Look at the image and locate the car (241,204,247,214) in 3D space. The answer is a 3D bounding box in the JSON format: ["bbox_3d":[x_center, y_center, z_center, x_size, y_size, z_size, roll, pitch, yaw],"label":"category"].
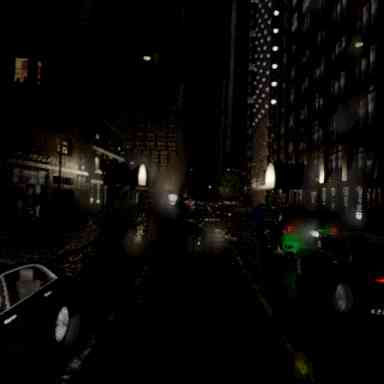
[{"bbox_3d":[6.999,2.371,47.681,1.752,1.417,4.829,2,-1,2],"label":"car"}]

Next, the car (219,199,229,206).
[{"bbox_3d":[8.165,2.701,86.163,2.192,1.841,5.009,2,-1,2],"label":"car"}]

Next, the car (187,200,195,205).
[{"bbox_3d":[-0.214,2.678,86.412,1.802,1.307,4.206,2,-1,2],"label":"car"}]

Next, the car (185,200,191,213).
[{"bbox_3d":[-1.545,2.042,42.243,1.947,1.339,4.313,2,-1,2],"label":"car"}]

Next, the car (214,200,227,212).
[{"bbox_3d":[4.342,2.328,48.629,1.994,1.385,4.181,2,-1,2],"label":"car"}]

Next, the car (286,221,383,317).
[{"bbox_3d":[3.892,1.739,7.941,1.837,1.490,4.892,2,-1,2],"label":"car"}]

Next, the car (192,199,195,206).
[{"bbox_3d":[-0.880,2.367,64.328,1.802,1.307,4.206,2,-1,2],"label":"car"}]

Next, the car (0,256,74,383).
[{"bbox_3d":[-2.710,1.501,3.596,2.008,1.369,4.403,2,-1,2],"label":"car"}]

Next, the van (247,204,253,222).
[{"bbox_3d":[6.499,1.954,30.951,1.690,1.788,3.998,2,-1,2],"label":"van"}]

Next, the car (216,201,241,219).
[{"bbox_3d":[4.030,2.111,37.064,1.837,1.490,4.892,2,-1,2],"label":"car"}]

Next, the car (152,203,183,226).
[{"bbox_3d":[-2.044,1.798,25.680,2.008,1.369,4.403,2,-1,2],"label":"car"}]

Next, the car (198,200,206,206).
[{"bbox_3d":[2.352,2.606,82.042,1.882,1.535,5.008,2,-1,2],"label":"car"}]

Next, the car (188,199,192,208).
[{"bbox_3d":[-1.375,1.993,47.766,1.967,1.590,4.097,2,-1,2],"label":"car"}]

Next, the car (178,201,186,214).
[{"bbox_3d":[-1.878,1.868,31.201,1.887,1.381,4.507,2,-1,2],"label":"car"}]

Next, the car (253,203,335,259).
[{"bbox_3d":[4.207,1.544,13.967,2.150,2.045,5.566,2,-1,2],"label":"car"}]
